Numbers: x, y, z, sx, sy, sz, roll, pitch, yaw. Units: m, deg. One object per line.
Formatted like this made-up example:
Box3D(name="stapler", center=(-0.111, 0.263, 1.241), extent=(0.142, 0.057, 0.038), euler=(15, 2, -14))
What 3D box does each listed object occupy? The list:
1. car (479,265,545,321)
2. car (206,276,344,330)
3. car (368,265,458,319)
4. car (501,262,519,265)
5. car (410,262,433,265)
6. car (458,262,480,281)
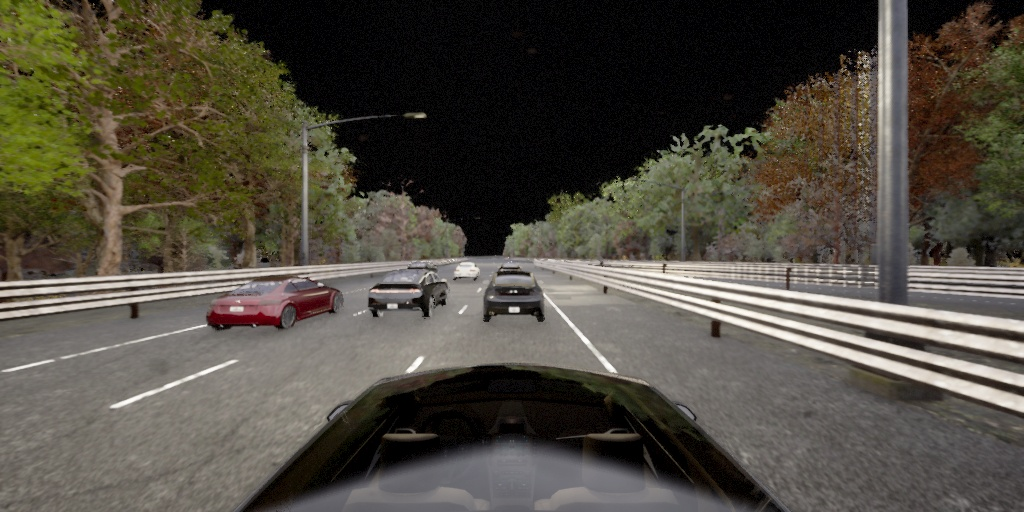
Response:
Box3D(name="car", center=(0.044, 1.242, 12.371), extent=(1.837, 1.490, 4.892), euler=(0, 0, 0))
Box3D(name="car", center=(-6.949, 1.304, 11.040), extent=(1.994, 1.385, 4.181), euler=(0, 0, 0))
Box3D(name="car", center=(-3.460, 1.229, 12.746), extent=(2.128, 1.511, 4.902), euler=(0, 0, 0))
Box3D(name="car", center=(-0.174, 1.217, 28.732), extent=(2.128, 1.511, 4.902), euler=(0, 0, -1))
Box3D(name="car", center=(-7.175, 1.220, 28.773), extent=(2.128, 1.511, 4.902), euler=(0, 0, -1))
Box3D(name="car", center=(-3.694, 1.252, 29.824), extent=(1.812, 1.442, 4.674), euler=(0, 0, -1))
